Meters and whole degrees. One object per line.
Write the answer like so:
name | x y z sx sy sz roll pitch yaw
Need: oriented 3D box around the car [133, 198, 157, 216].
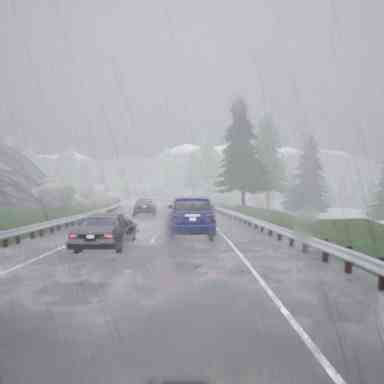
car | -4.566 1.369 32.558 2.097 1.767 4.553 0 0 -5

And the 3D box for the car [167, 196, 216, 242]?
car | -0.054 1.230 16.614 2.150 2.045 5.566 0 0 -2

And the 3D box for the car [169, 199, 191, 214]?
car | -1.402 1.566 36.377 2.033 1.411 5.357 0 0 -6

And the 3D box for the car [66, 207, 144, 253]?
car | -3.475 1.555 13.716 2.033 1.411 5.357 0 0 -1
